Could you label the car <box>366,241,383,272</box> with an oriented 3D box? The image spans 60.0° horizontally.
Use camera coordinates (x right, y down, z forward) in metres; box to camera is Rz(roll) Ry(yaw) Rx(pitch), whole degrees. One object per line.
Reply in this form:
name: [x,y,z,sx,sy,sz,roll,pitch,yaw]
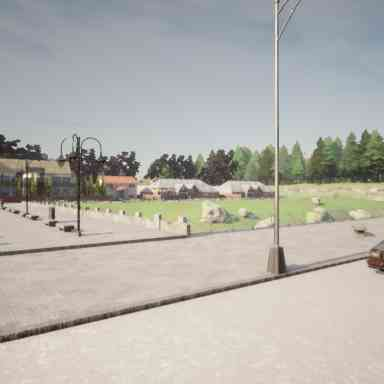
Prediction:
car: [7.254,1.547,9.692,5.357,1.411,2.033,0,0,-36]
